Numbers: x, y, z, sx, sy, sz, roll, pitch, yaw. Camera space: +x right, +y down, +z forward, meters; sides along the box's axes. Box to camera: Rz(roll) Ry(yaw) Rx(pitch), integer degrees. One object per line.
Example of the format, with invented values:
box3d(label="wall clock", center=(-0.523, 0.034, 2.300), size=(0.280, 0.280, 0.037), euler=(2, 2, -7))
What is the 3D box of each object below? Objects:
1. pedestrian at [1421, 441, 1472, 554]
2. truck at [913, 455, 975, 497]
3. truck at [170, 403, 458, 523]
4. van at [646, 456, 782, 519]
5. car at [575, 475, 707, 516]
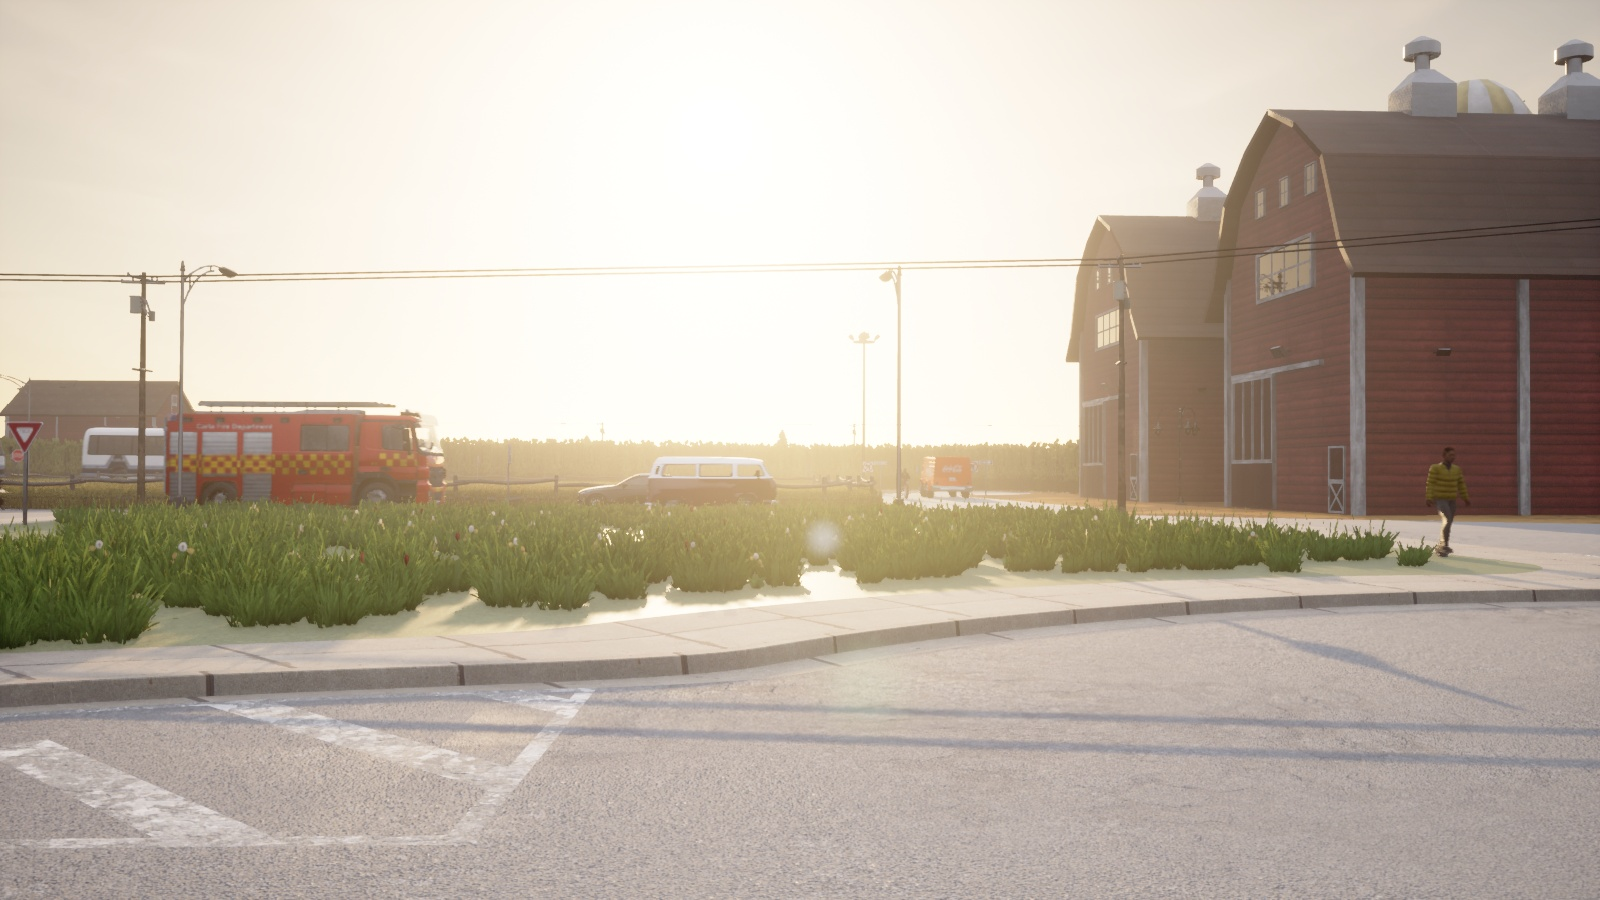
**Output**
box3d(label="pedestrian", center=(10.750, 0.777, 20.899), size=(0.431, 1.840, 0.709), euler=(0, -1, -3))
box3d(label="truck", center=(8.592, 1.558, 75.516), size=(2.627, 2.467, 5.204), euler=(0, -1, -6))
box3d(label="truck", center=(-16.064, 0.419, 41.993), size=(8.468, 3.827, 2.891), euler=(0, -1, -3))
box3d(label="van", center=(-2.900, 1.267, 42.619), size=(4.480, 2.038, 2.069), euler=(-1, -1, -3))
box3d(label="car", center=(-5.769, 1.633, 45.931), size=(4.674, 1.442, 1.812), euler=(0, -1, -3))
